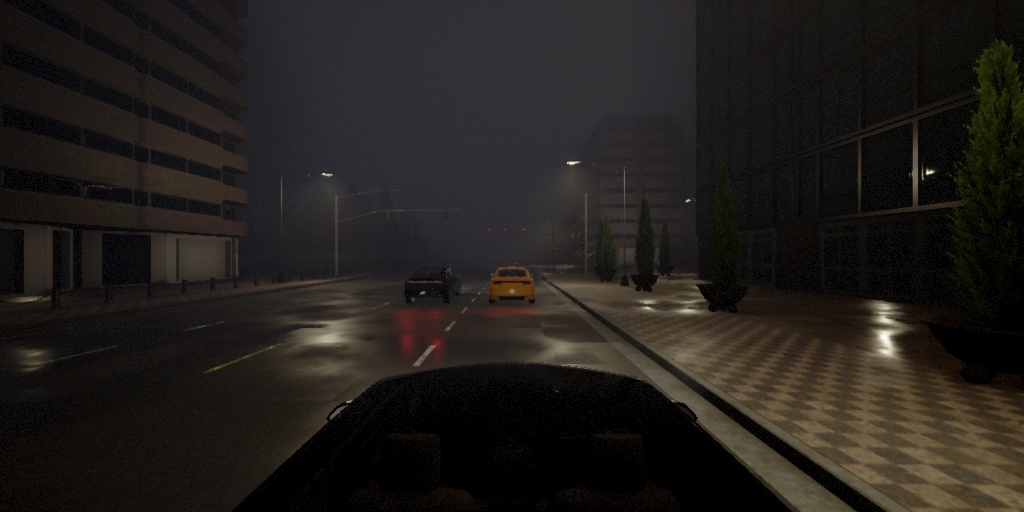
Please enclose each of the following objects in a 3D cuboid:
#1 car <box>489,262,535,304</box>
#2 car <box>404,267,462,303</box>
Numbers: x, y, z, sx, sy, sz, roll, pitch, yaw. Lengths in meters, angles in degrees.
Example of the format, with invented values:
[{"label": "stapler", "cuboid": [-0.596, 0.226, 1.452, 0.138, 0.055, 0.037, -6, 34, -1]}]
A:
[{"label": "car", "cuboid": [0.000, 1.234, 16.500, 1.882, 1.535, 5.008, 0, 0, 0]}, {"label": "car", "cuboid": [-3.500, 1.244, 16.500, 2.128, 1.511, 4.902, 0, 0, 0]}]
